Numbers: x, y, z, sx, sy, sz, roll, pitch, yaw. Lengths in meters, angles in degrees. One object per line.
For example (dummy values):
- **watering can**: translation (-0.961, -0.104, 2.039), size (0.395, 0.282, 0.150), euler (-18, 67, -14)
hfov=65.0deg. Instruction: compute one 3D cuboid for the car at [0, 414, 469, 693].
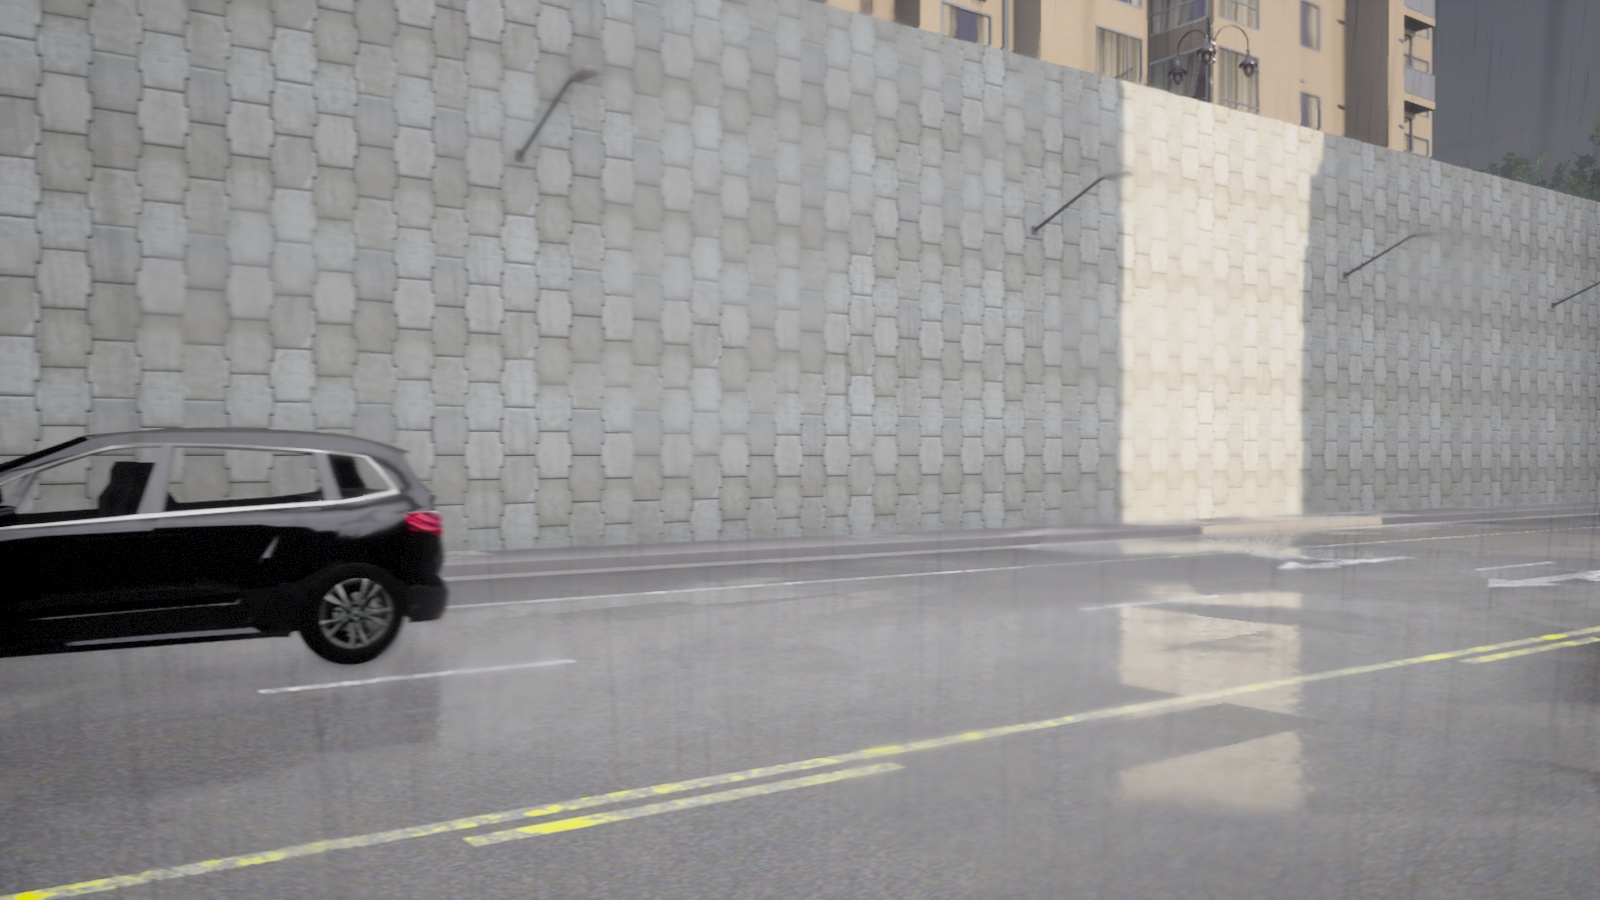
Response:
- **car**: translation (-4.944, 0.621, 8.750), size (4.611, 1.667, 2.242), euler (0, 0, -35)
